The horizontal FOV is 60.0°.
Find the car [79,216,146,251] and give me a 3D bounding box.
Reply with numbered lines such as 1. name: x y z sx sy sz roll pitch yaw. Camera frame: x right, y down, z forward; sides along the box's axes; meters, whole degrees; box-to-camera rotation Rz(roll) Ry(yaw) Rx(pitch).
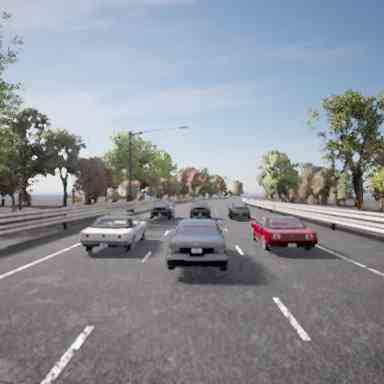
1. car: -3.220 1.683 14.601 1.895 1.301 4.718 1 0 1

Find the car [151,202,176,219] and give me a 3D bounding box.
1. car: -2.691 1.717 31.303 1.837 1.490 4.892 0 0 3

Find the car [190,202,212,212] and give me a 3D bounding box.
1. car: 0.820 1.719 31.437 1.837 1.490 4.892 0 -1 3

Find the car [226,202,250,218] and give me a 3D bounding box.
1. car: 4.307 1.704 31.027 2.128 1.511 4.902 0 0 3

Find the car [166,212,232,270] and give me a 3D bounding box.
1. car: 0.190 1.622 11.337 2.033 1.411 5.357 0 0 1

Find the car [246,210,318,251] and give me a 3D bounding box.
1. car: 3.770 1.697 14.512 1.895 1.301 4.718 0 0 1
